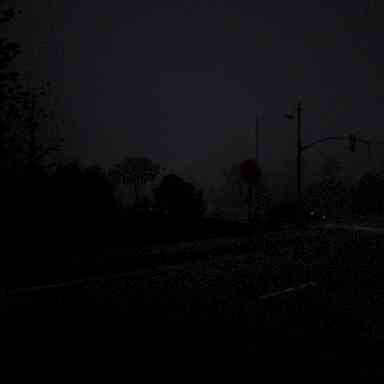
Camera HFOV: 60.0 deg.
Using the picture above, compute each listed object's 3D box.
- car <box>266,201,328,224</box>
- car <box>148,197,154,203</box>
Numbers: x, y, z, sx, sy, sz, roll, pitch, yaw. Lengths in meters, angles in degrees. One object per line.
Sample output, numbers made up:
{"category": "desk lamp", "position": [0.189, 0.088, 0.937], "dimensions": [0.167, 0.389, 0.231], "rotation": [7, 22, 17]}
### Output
{"category": "car", "position": [7.794, 1.479, 25.036], "dimensions": [2.128, 1.511, 4.902], "rotation": [0, 0, -32]}
{"category": "car", "position": [-5.963, 1.464, 46.762], "dimensions": [1.994, 1.385, 4.181], "rotation": [0, 1, -32]}
